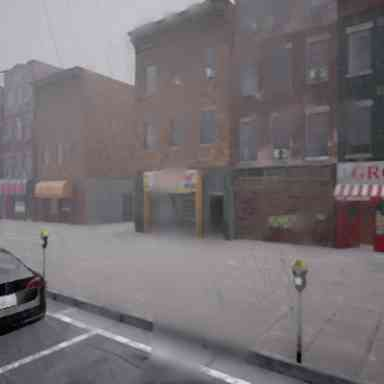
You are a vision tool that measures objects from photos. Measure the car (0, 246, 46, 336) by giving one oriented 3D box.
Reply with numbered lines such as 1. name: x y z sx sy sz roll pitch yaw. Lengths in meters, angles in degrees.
1. car: -4.323 1.594 5.889 4.313 1.339 1.947 0 0 36
